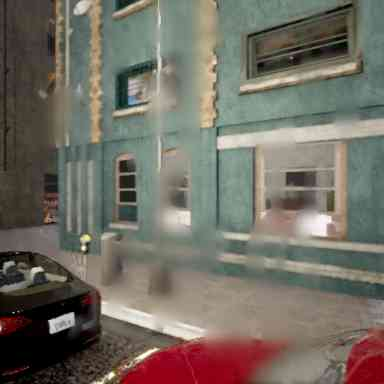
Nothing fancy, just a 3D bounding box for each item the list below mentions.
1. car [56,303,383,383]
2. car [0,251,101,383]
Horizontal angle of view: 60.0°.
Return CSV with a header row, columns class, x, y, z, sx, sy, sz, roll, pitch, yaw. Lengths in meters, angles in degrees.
class,x,y,z,sx,sy,sz,roll,pitch,yaw
car,1.263,1.582,1.965,4.206,1.307,1.802,-1,0,35
car,-3.235,1.611,5.170,4.313,1.339,1.947,-1,0,35
